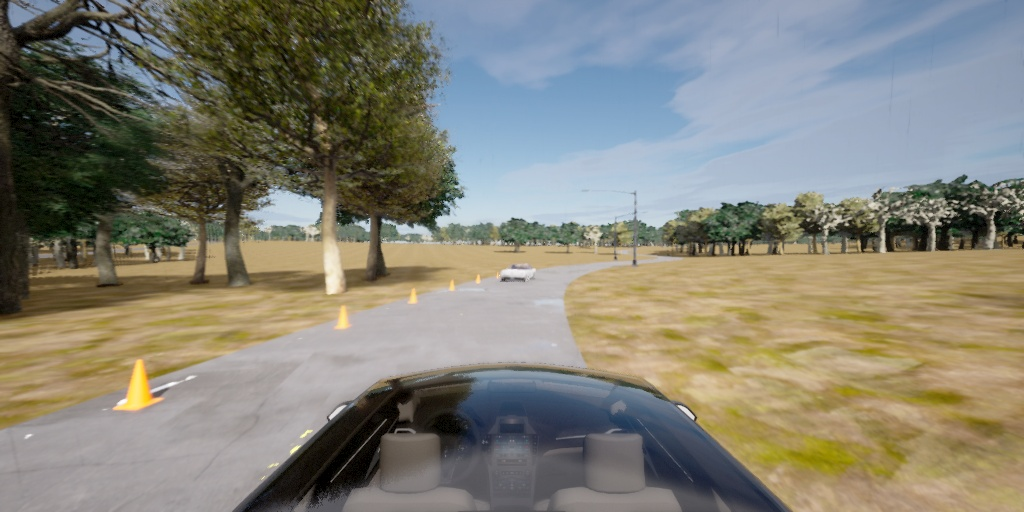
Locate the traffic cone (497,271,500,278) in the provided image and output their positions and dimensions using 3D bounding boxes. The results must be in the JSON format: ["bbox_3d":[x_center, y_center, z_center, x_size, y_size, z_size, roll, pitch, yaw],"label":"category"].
[{"bbox_3d":[-1.130,1.560,30.032,0.340,0.580,0.340,0,0,15],"label":"traffic cone"}]

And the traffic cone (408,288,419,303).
[{"bbox_3d":[-4.112,1.636,14.962,0.340,0.580,0.340,0,0,7],"label":"traffic cone"}]

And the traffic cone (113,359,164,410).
[{"bbox_3d":[-4.930,1.669,4.748,0.340,0.580,0.340,0,0,2],"label":"traffic cone"}]

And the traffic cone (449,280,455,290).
[{"bbox_3d":[-3.350,1.610,20.029,0.340,0.580,0.340,0,0,10],"label":"traffic cone"}]

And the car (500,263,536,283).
[{"bbox_3d":[0.524,1.244,27.176,1.895,1.301,4.718,1,0,14],"label":"car"}]

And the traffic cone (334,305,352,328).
[{"bbox_3d":[-4.639,1.656,9.865,0.340,0.580,0.340,0,0,5],"label":"traffic cone"}]

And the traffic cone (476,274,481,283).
[{"bbox_3d":[-2.356,1.585,25.057,0.340,0.580,0.340,0,0,13],"label":"traffic cone"}]
